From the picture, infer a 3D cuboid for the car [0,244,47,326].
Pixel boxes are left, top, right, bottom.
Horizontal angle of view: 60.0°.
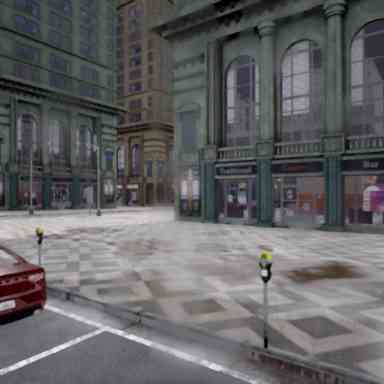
[{"bbox_3d":[-4.545,1.539,6.210,4.507,1.381,1.887,0,0,35],"label":"car"}]
